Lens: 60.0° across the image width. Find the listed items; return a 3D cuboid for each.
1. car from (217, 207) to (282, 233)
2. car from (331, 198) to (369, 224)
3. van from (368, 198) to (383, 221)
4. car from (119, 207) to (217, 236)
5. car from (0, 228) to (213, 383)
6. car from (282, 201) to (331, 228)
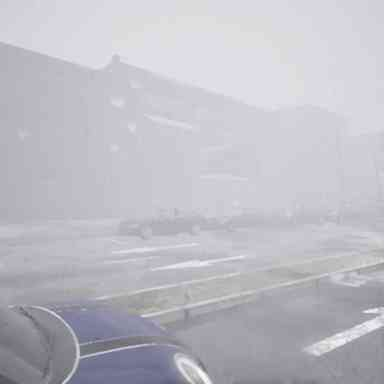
[{"bbox_3d":[3.070,1.646,20.669,4.674,1.452,2.002,1,0,-36],"label":"car"},{"bbox_3d":[11.971,1.606,27.055,4.553,1.767,2.185,1,0,-36],"label":"car"},{"bbox_3d":[16.342,1.567,30.190,4.442,1.987,1.878,1,0,-36],"label":"van"},{"bbox_3d":[-1.414,1.544,17.450,4.892,1.521,2.231,1,0,-36],"label":"car"},{"bbox_3d":[-1.963,1.346,2.039,4.553,1.767,2.097,1,0,-35],"label":"car"},{"bbox_3d":[7.483,1.543,23.834,4.553,1.767,2.185,1,0,-36],"label":"car"}]
